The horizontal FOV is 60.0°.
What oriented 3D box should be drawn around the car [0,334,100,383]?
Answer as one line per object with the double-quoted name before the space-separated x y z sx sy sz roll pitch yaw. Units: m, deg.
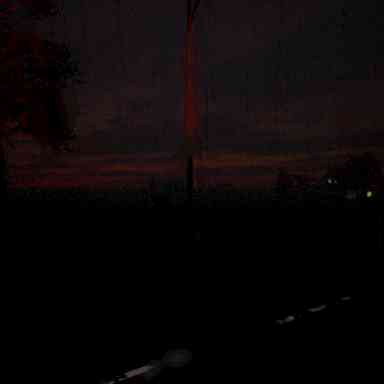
"car" -2.854 1.552 1.027 5.357 1.411 2.033 0 0 -36
